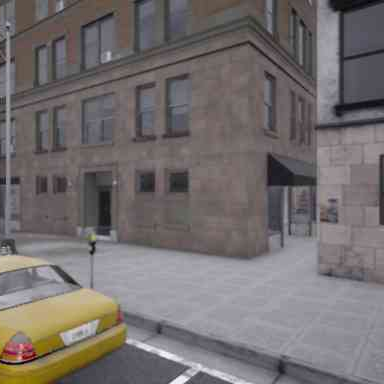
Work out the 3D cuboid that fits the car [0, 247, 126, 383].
[{"bbox_3d":[-3.115,1.521,5.032,4.829,1.417,1.752,0,0,35],"label":"car"}]
